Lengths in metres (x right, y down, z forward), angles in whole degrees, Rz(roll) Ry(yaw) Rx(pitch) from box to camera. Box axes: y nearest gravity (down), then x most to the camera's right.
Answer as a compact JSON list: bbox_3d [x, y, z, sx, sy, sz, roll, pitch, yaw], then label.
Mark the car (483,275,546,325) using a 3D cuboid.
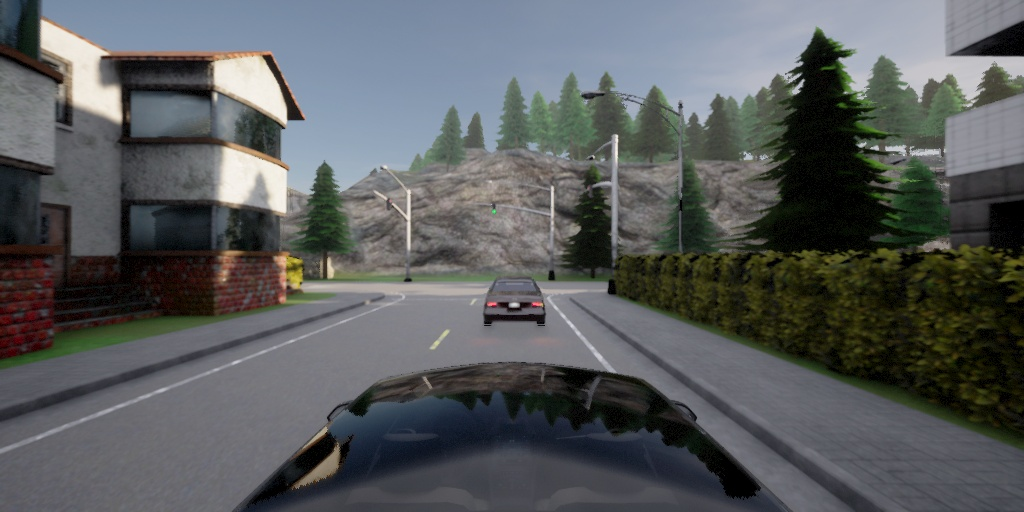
[{"bbox_3d":[0.082,1.350,11.958,2.033,1.411,5.357,0,0,0],"label":"car"}]
